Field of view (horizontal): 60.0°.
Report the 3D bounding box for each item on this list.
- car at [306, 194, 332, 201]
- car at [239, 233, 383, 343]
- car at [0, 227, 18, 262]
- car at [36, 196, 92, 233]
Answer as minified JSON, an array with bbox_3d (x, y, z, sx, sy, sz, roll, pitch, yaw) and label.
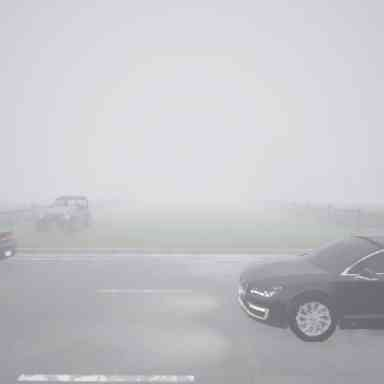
[{"bbox_3d":[24.093,1.168,63.164,4.605,1.855,1.932,0,0,0],"label":"car"},{"bbox_3d":[3.282,1.504,5.810,4.892,1.490,1.837,0,0,0],"label":"car"},{"bbox_3d":[-7.586,1.475,9.403,4.892,1.490,1.837,0,0,0],"label":"car"},{"bbox_3d":[-6.839,1.171,18.218,1.905,1.878,3.866,0,0,0],"label":"car"}]
